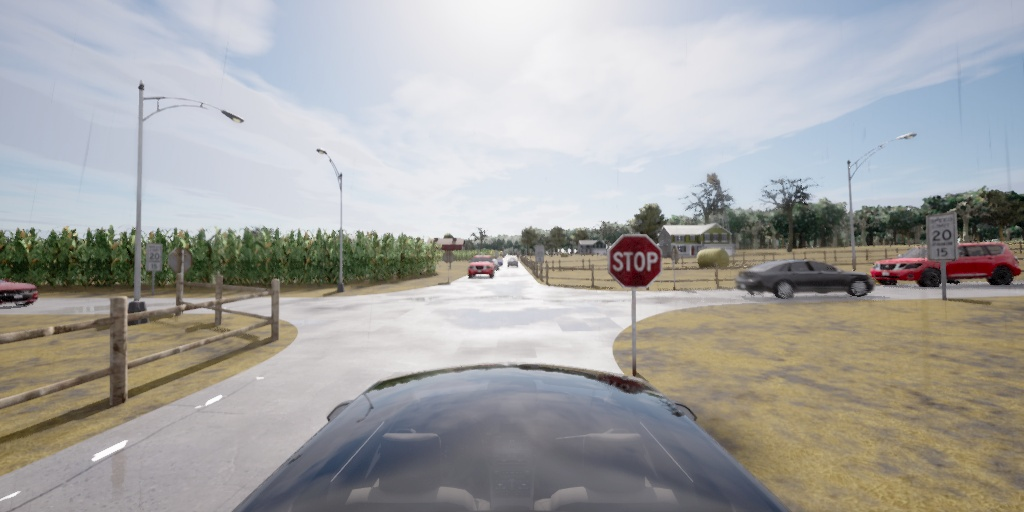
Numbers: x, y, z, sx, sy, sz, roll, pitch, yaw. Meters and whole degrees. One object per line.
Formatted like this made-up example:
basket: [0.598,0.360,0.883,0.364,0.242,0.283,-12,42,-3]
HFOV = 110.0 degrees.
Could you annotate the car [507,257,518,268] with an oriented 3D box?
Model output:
car: [0.132,1.181,61.523,2.128,1.511,4.902,0,0,0]

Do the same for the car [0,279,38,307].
car: [-22.592,1.378,14.624,5.008,1.535,1.882,0,-2,0]

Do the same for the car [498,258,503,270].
car: [-2.719,1.210,49.922,2.128,1.511,4.902,0,0,2]

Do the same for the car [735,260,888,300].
car: [11.860,0.922,14.679,4.892,1.490,1.837,-2,-2,0]

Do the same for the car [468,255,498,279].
car: [-2.774,0.964,33.378,2.150,2.045,5.566,0,0,0]

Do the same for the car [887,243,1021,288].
car: [21.017,0.441,17.535,5.566,2.045,2.150,-2,-2,0]
